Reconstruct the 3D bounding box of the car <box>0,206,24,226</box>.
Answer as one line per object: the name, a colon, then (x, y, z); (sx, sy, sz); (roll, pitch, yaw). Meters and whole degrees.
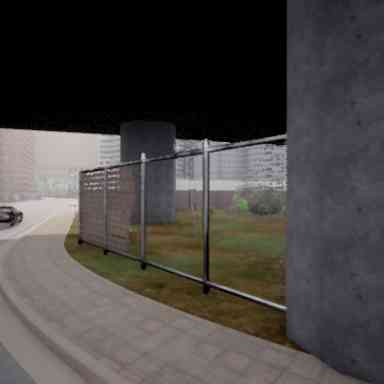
car: (-14.194, 1.796, 25.259); (2.033, 1.411, 5.357); (1, -1, -18)
